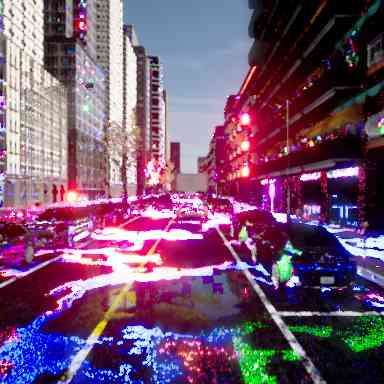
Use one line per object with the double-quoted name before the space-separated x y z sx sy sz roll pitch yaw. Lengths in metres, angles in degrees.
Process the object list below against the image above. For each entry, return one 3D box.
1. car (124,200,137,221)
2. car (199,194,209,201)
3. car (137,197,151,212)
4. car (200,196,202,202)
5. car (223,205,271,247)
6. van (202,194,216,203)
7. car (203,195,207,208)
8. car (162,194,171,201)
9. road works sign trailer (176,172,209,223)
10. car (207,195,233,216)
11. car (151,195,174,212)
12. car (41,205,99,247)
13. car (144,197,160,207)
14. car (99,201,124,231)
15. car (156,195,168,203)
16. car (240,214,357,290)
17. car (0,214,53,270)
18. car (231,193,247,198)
"car" -5.700 1.434 25.382 1.887 1.381 4.507 0 0 0
"car" 2.663 1.262 75.179 2.008 1.369 4.403 0 0 0
"car" -5.704 1.371 36.278 1.752 1.417 4.829 0 0 0
"car" 2.670 1.226 53.048 1.967 1.590 4.097 0 0 0
"car" 2.684 1.487 14.321 2.008 1.369 4.403 0 0 0
"van" 2.672 1.147 47.515 1.690 1.788 3.998 0 0 0
"car" 2.674 1.407 41.984 1.802 1.307 4.206 0 0 0
"car" -5.718 1.255 75.176 1.887 1.381 4.507 0 0 0
"road works sign trailer" -0.009 0.357 24.581 2.380 3.560 2.880 0 0 0
"car" 2.678 1.307 30.917 1.967 1.590 4.097 0 0 0
"car" -3.104 1.370 36.590 1.812 1.442 4.674 0 0 0
"car" -5.696 1.376 14.318 1.967 1.590 4.097 0 0 0
"car" -5.708 1.387 47.514 1.802 1.307 4.206 0 0 0
"car" -5.698 1.463 19.850 2.008 1.369 4.403 0 0 0
"car" -5.713 1.272 63.941 1.752 1.417 4.829 0 0 0
"car" 2.686 1.512 8.788 2.008 1.369 4.403 0 0 0
"car" -5.694 1.511 8.785 2.008 1.369 4.403 0 0 0
"car" 13.393 0.997 94.588 4.403 1.369 2.008 -1 1 -1
